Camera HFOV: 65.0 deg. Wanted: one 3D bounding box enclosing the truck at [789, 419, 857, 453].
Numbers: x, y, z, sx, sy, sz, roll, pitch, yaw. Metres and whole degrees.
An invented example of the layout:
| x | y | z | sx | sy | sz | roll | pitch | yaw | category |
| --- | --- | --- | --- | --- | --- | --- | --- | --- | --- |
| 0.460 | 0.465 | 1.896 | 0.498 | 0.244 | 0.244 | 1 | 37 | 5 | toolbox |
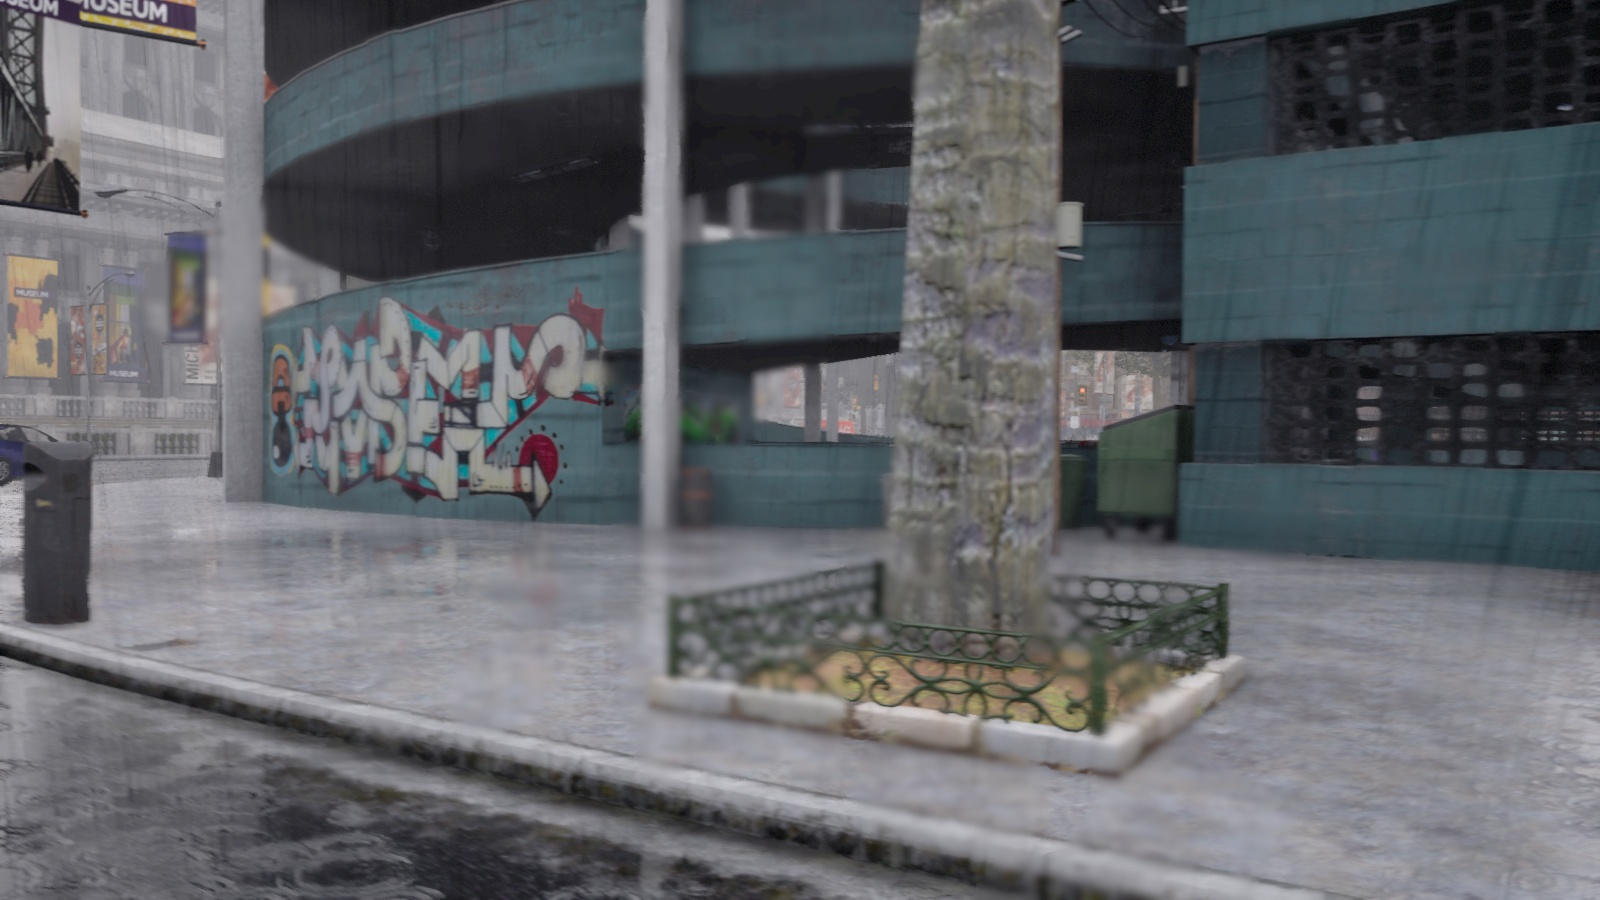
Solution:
| x | y | z | sx | sy | sz | roll | pitch | yaw | category |
| --- | --- | --- | --- | --- | --- | --- | --- | --- | --- |
| 1.735 | -1.043 | 93.208 | 2.627 | 2.467 | 5.204 | 0 | 1 | 34 | truck |

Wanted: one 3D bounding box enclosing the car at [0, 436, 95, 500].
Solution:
| x | y | z | sx | sy | sz | roll | pitch | yaw | category |
| --- | --- | --- | --- | --- | --- | --- | --- | --- | --- |
| -20.233 | 0.424 | 32.035 | 2.007 | 1.525 | 4.514 | -1 | 1 | -1 | car |

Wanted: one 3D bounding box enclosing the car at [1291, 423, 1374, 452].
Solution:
| x | y | z | sx | sy | sz | roll | pitch | yaw | category |
| --- | --- | --- | --- | --- | --- | --- | --- | --- | --- |
| 33.855 | -0.807 | 79.904 | 4.553 | 1.767 | 2.097 | 0 | 1 | 34 | car |
